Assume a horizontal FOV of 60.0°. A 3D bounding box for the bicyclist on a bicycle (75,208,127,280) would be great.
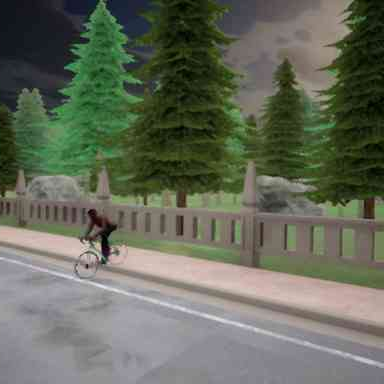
[{"bbox_3d":[-2.231,1.187,8.155,0.582,1.620,1.656,2,10,35],"label":"bicyclist on a bicycle"}]
